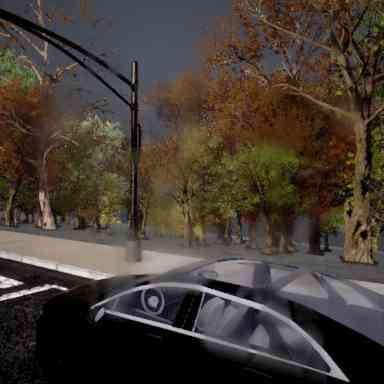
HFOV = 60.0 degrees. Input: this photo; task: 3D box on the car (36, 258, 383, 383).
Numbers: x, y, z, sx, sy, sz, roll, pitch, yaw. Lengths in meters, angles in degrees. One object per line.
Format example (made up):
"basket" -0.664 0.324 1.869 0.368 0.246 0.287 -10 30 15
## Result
"car" 0.229 1.491 3.513 4.902 1.511 2.128 0 0 37
